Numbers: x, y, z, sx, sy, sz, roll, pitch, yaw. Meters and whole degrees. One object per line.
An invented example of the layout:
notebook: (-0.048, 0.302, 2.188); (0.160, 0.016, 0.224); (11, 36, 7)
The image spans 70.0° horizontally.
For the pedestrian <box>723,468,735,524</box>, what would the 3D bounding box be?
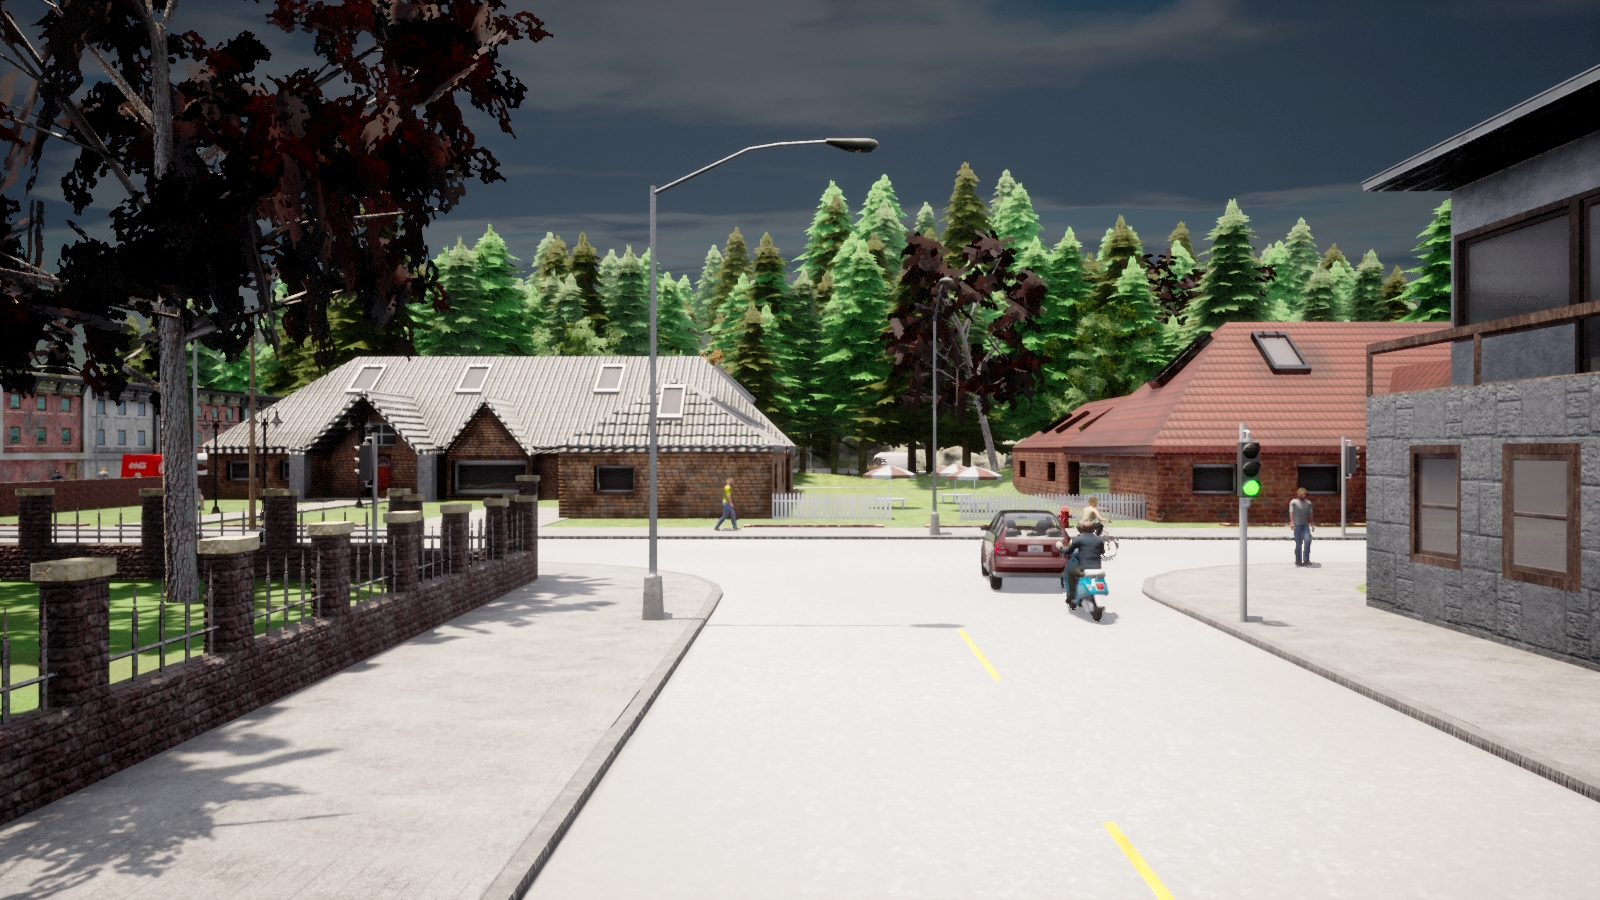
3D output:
pedestrian: (-2.349, 1.524, 37.985); (0.375, 1.860, 0.375); (0, 0, 2)

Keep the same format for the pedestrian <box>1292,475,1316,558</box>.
pedestrian: (11.543, 1.518, 26.181); (0.375, 1.860, 0.375); (0, 0, -2)

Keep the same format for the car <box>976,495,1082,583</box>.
car: (4.762, 1.808, 24.202); (1.789, 1.549, 3.705); (0, 0, 5)

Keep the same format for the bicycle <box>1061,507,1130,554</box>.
bicycle: (7.499, 2.036, 29.024); (1.487, 1.080, 0.859); (0, 1, -28)

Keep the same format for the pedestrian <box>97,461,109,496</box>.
pedestrian: (-37.075, 1.524, 60.763); (0.375, 1.860, 0.375); (0, 0, 3)

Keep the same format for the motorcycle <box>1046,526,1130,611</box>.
motorcycle: (4.814, 1.961, 19.247); (0.856, 1.236, 1.805); (0, 1, -4)
